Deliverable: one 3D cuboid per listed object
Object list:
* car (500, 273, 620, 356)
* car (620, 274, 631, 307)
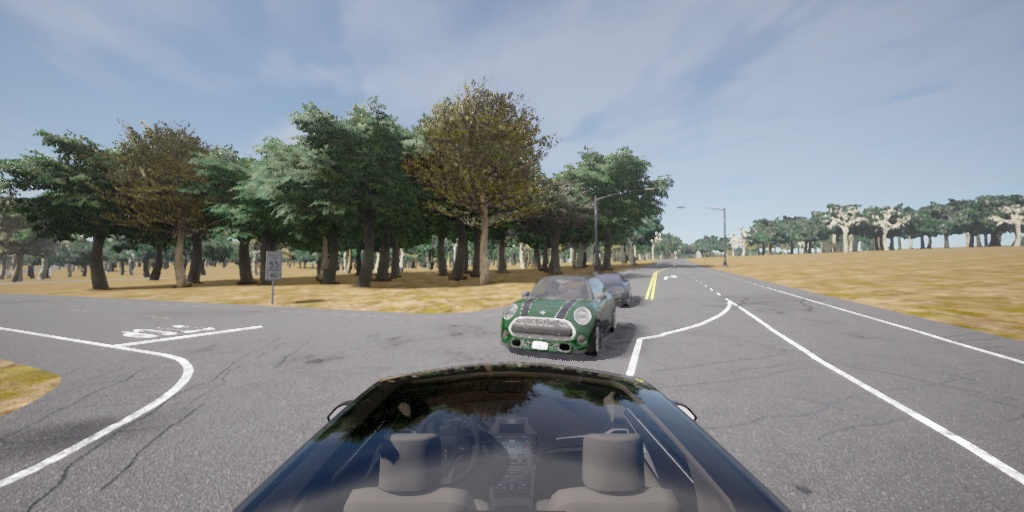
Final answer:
[{"bbox_3d":[1.411,1.287,9.309,2.097,1.767,4.553,-1,-2,22],"label":"car"},{"bbox_3d":[4.474,1.491,16.793,1.994,1.385,4.181,-1,1,21],"label":"car"}]
